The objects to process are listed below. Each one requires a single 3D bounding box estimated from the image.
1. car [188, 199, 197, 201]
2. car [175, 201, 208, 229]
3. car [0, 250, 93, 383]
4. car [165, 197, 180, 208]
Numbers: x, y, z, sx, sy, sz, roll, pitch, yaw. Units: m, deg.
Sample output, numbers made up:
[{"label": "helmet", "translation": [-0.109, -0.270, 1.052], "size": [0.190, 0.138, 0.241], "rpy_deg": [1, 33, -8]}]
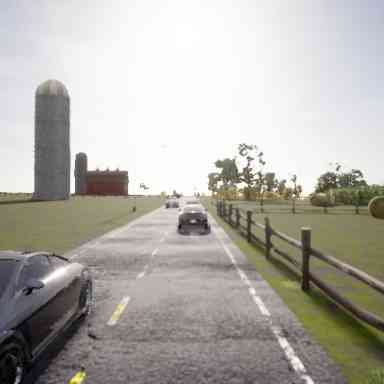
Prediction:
[{"label": "car", "translation": [0.073, 1.605, 42.873], "size": [1.994, 1.385, 4.181], "rpy_deg": [0, 0, 0]}, {"label": "car", "translation": [0.077, 1.541, 21.833], "size": [1.812, 1.442, 4.674], "rpy_deg": [0, 0, 0]}, {"label": "car", "translation": [-2.854, 1.567, 4.621], "size": [1.994, 1.385, 4.181], "rpy_deg": [0, 0, 0]}, {"label": "car", "translation": [-2.853, 1.542, 48.477], "size": [2.128, 1.511, 4.902], "rpy_deg": [0, 0, 0]}]
